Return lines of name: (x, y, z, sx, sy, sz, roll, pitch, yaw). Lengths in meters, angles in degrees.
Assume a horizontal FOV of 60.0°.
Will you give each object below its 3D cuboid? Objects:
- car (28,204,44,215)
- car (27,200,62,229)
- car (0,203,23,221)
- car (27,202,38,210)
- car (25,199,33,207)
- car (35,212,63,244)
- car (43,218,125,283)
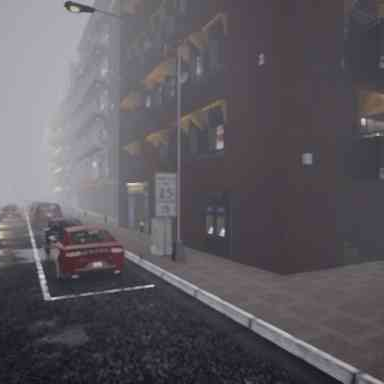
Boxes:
car: (-21.281, 2.325, 45.308, 1.802, 1.307, 4.206, -1, -1, -27)
car: (-10.969, 1.725, 25.142, 2.192, 1.841, 5.009, 0, -1, -27)
car: (-17.984, 2.070, 33.092, 1.812, 1.442, 4.674, 0, -1, -27)
car: (-29.096, 2.523, 60.585, 1.752, 1.417, 4.829, -1, -1, -27)
car: (-16.127, 1.891, 35.227, 2.192, 1.841, 5.009, -1, -1, -27)
car: (-5.808, 1.811, 15.056, 1.947, 1.339, 4.313, 0, -1, -27)
car: (-3.385, 1.713, 10.319, 1.887, 1.381, 4.507, 0, -1, -27)
